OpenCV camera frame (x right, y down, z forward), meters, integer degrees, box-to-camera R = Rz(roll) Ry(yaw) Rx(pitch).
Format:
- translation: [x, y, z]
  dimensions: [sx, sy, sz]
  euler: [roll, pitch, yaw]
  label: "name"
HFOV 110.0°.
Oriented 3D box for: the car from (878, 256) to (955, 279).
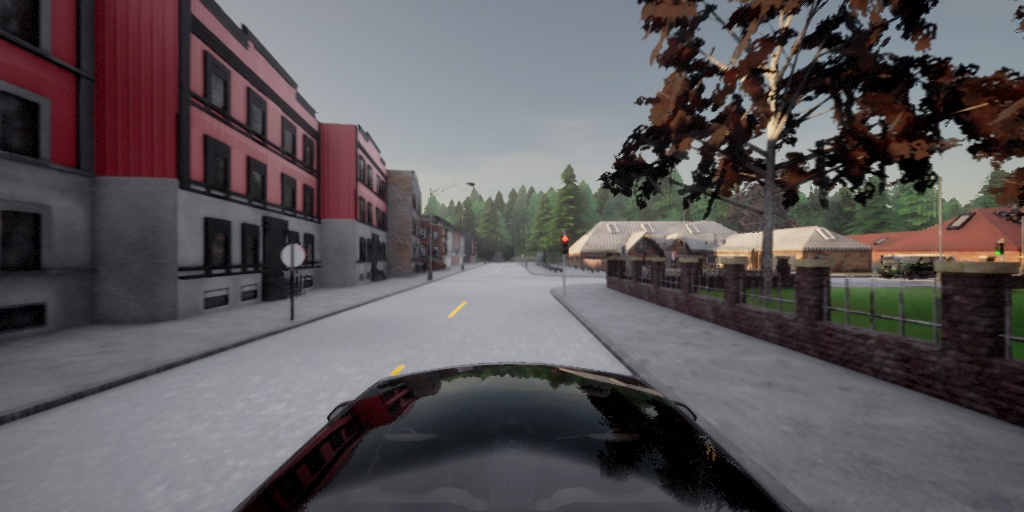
- translation: [35.865, 0.974, 31.684]
  dimensions: [5.566, 2.045, 2.150]
  euler: [0, 0, 0]
  label: "car"
